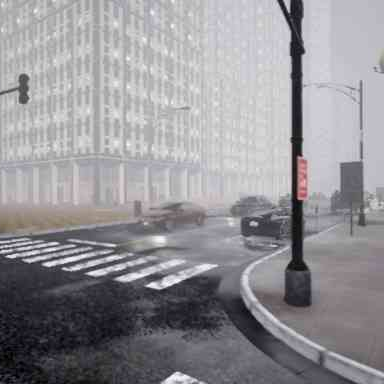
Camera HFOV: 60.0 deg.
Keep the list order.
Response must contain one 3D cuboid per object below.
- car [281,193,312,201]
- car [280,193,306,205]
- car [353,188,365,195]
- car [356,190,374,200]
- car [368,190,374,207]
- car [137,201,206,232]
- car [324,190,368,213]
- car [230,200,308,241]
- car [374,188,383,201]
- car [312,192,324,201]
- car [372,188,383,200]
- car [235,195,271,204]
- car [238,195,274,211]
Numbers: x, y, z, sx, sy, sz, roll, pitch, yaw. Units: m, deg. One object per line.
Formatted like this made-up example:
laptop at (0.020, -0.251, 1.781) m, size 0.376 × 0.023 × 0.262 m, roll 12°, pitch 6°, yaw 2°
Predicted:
car at (10.736, 0.894, 35.010) m, size 1.837 × 1.490 × 4.892 m, roll 0°, pitch 1°, yaw 35°
car at (13.080, 0.837, 42.823) m, size 1.947 × 1.339 × 4.313 m, roll 1°, pitch 1°, yaw 35°
car at (42.386, -0.134, 84.355) m, size 1.967 × 1.590 × 4.097 m, roll 1°, pitch 1°, yaw 35°
car at (28.420, 0.413, 54.541) m, size 1.882 × 1.535 × 5.008 m, roll 0°, pitch 1°, yaw 35°
car at (16.805, 0.849, 33.566) m, size 1.752 × 1.417 × 4.829 m, roll 1°, pitch 1°, yaw 35°
car at (-0.963, 1.260, 18.449) m, size 1.812 × 1.442 × 4.674 m, roll 0°, pitch 1°, yaw 35°
car at (13.450, 0.737, 28.807) m, size 2.192 × 1.841 × 5.009 m, roll 1°, pitch 1°, yaw 35°
car at (3.682, 1.277, 14.969) m, size 1.947 × 1.339 × 4.313 m, roll 1°, pitch 1°, yaw 35°
car at (26.574, 0.564, 47.410) m, size 1.752 × 1.417 × 4.829 m, roll 1°, pitch 1°, yaw 35°
car at (19.592, 0.626, 52.052) m, size 1.887 × 1.381 × 4.507 m, roll 1°, pitch 1°, yaw 35°
car at (29.732, 0.262, 51.882) m, size 2.192 × 1.841 × 5.009 m, roll 1°, pitch 1°, yaw 35°
car at (4.814, 1.069, 26.634) m, size 1.837 × 1.490 × 4.892 m, roll 0°, pitch 1°, yaw 35°
car at (6.568, 1.028, 33.593) m, size 1.947 × 1.339 × 4.313 m, roll 1°, pitch 1°, yaw 35°
